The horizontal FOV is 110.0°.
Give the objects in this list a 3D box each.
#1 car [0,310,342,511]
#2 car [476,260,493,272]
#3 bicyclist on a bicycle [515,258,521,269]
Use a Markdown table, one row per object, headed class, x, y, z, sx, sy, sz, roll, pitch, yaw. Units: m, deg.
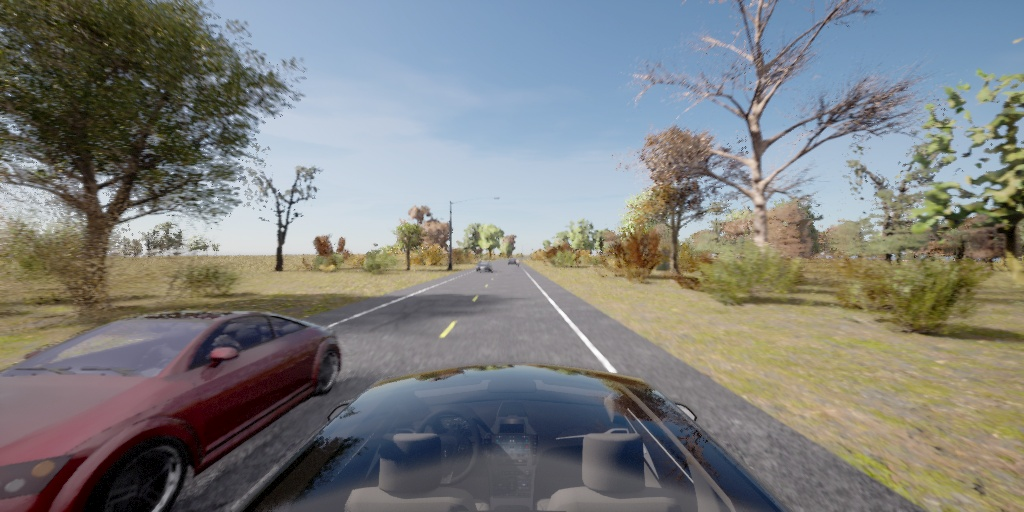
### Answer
| class | x | y | z | sx | sy | sz | roll | pitch | yaw |
| --- | --- | --- | --- | --- | --- | --- | --- | --- | --- |
| car | -3.595 | 1.318 | 3.801 | 1.994 | 1.385 | 4.181 | 0 | 0 | 0 |
| car | -3.521 | 1.294 | 45.859 | 2.128 | 1.511 | 4.902 | 0 | 0 | 1 |
| bicyclist on a bicycle | 1.005 | 1.241 | 56.122 | 0.866 | 1.612 | 1.509 | 0 | 1 | 0 |
